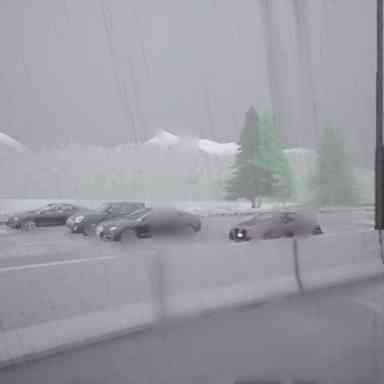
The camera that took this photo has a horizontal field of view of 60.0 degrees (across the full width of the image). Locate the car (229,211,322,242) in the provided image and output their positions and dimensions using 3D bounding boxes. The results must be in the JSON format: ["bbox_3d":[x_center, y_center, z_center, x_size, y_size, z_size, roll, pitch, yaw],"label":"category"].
[{"bbox_3d":[3.669,1.555,14.452,4.181,1.385,1.994,0,0,-31],"label":"car"}]

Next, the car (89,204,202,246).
[{"bbox_3d":[-1.837,1.463,15.170,4.902,1.511,2.128,0,0,-32],"label":"car"}]

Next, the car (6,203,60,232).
[{"bbox_3d":[-8.090,1.436,19.464,4.902,1.511,2.128,0,0,-33],"label":"car"}]

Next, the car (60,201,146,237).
[{"bbox_3d":[-4.277,1.311,17.751,4.553,1.767,2.097,0,0,-32],"label":"car"}]
